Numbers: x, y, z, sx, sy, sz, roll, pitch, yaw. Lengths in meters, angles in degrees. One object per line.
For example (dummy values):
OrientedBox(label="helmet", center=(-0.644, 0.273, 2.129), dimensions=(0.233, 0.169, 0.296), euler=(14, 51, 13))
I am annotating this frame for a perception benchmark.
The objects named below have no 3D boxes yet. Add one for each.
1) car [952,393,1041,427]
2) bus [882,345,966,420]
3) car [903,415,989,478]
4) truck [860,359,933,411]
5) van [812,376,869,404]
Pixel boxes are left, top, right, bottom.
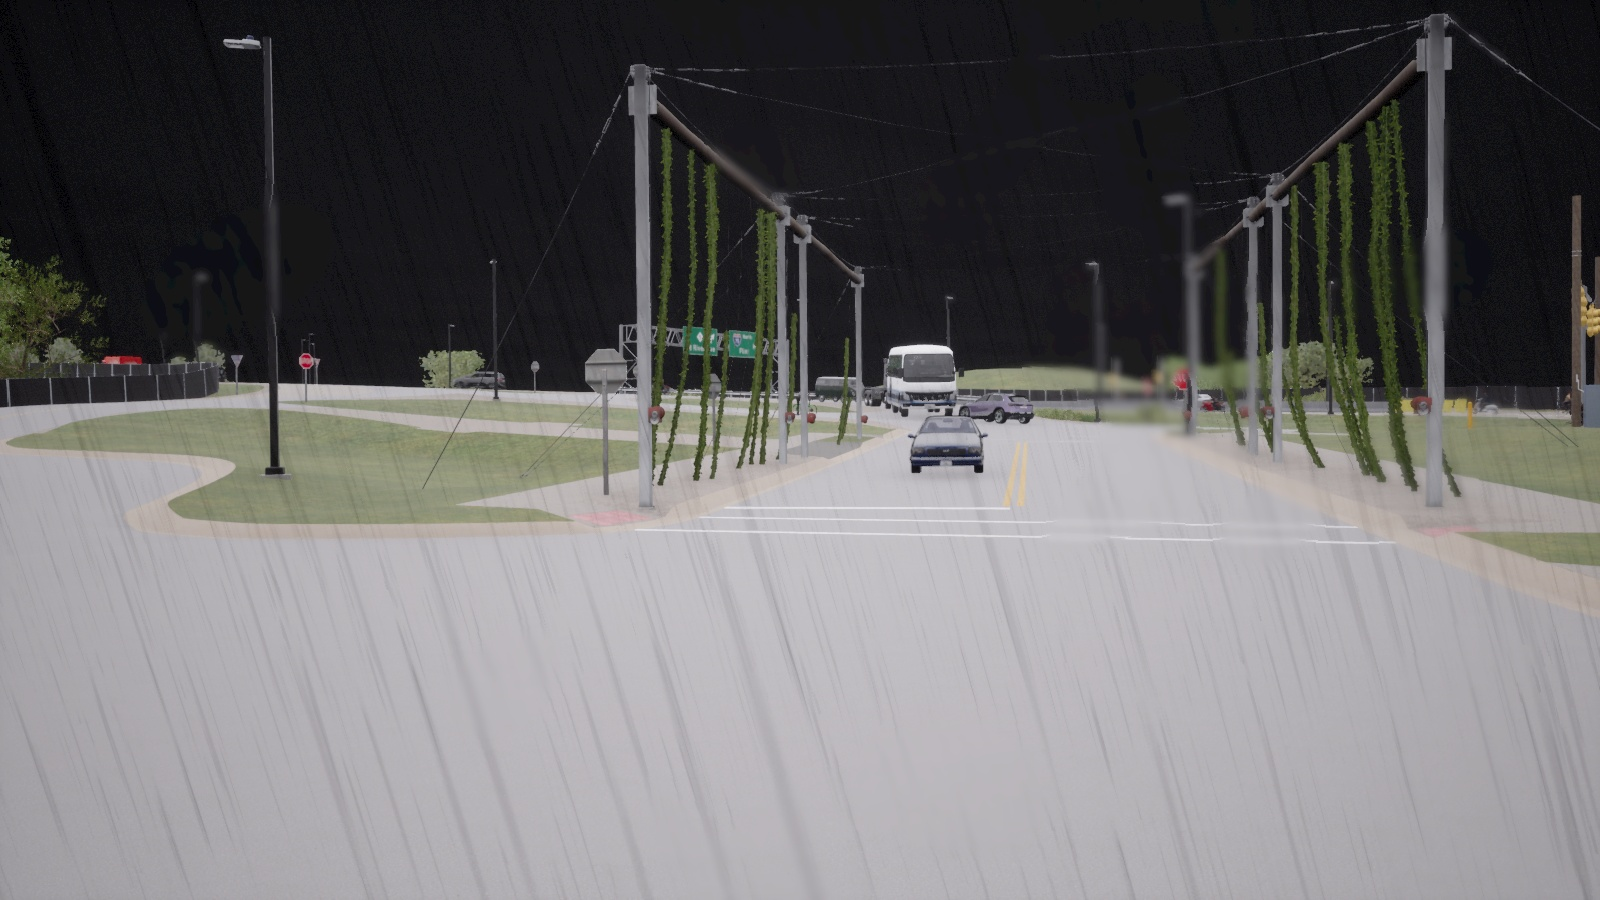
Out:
OrientedBox(label="car", center=(10.474, -2.182, 67.196), dimensions=(2.033, 1.649, 4.856), euler=(0, 3, -30))
OrientedBox(label="bus", center=(7.442, -4.249, 77.097), dimensions=(3.944, 4.253, 10.273), euler=(0, 4, -1))
OrientedBox(label="car", center=(3.883, -0.161, 32.754), dimensions=(2.033, 1.411, 5.357), euler=(0, 3, 8))
OrientedBox(label="truck", center=(6.704, -4.678, 88.364), dimensions=(2.891, 3.462, 7.936), euler=(-1, 4, -13))
OrientedBox(label="van", center=(3.113, -4.634, 97.218), dimensions=(1.775, 1.987, 4.442), euler=(-2, 5, -40))
